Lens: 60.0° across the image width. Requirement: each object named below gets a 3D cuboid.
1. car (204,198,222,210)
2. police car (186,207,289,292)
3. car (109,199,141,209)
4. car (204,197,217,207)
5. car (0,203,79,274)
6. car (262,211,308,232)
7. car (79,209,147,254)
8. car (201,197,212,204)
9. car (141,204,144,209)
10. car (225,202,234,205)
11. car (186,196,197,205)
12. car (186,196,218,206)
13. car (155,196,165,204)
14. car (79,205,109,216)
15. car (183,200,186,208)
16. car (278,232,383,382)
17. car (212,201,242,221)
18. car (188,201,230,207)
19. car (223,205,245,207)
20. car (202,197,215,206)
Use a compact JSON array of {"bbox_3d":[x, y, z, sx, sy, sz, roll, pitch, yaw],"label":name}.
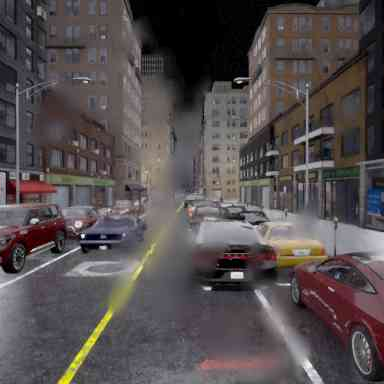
[{"bbox_3d":[2.746,1.527,44.271,2.008,1.369,4.403,-1,0,0],"label":"car"},{"bbox_3d":[0.875,1.422,9.088,1.930,1.638,5.238,0,0,0],"label":"police car"},{"bbox_3d":[-5.752,1.429,27.490,1.967,1.590,4.097,-1,0,0],"label":"car"},{"bbox_3d":[2.732,1.496,50.027,1.752,1.417,4.829,-1,0,0],"label":"car"},{"bbox_3d":[-5.708,1.311,10.733,2.192,1.841,5.009,-1,0,0],"label":"car"},{"bbox_3d":[2.827,1.522,10.926,1.752,1.417,4.829,-1,0,0],"label":"car"},{"bbox_3d":[-3.037,1.596,13.594,1.895,1.301,4.718,0,0,0],"label":"car"},{"bbox_3d":[2.705,1.540,61.029,1.802,1.307,4.206,-1,0,0],"label":"car"},{"bbox_3d":[-5.765,1.567,33.076,1.802,1.307,4.206,-1,0,0],"label":"car"},{"bbox_3d":[2.801,1.557,21.928,1.947,1.339,4.313,-1,0,0],"label":"car"},{"bbox_3d":[-0.162,1.437,60.153,1.882,1.535,5.008,0,0,0],"label":"car"},{"bbox_3d":[0.767,1.342,24.940,2.097,1.767,4.553,0,0,-1],"label":"car"},{"bbox_3d":[-5.840,1.503,61.005,1.887,1.381,4.507,-1,0,0],"label":"car"},{"bbox_3d":[-5.722,1.434,16.319,1.967,1.590,4.097,-1,0,0],"label":"car"},{"bbox_3d":[-0.115,1.479,46.414,1.837,1.490,4.892,0,0,0],"label":"car"},{"bbox_3d":[2.842,1.580,5.170,1.802,1.307,4.206,-1,0,0],"label":"car"},{"bbox_3d":[2.787,1.539,27.514,2.008,1.369,4.403,-1,0,0],"label":"car"},{"bbox_3d":[0.848,1.498,18.978,1.837,1.490,4.892,0,0,0],"label":"car"},{"bbox_3d":[2.814,1.560,16.342,1.947,1.339,4.313,-1,0,0],"label":"car"},{"bbox_3d":[2.719,1.531,55.443,1.947,1.339,4.313,-1,0,0],"label":"car"}]
